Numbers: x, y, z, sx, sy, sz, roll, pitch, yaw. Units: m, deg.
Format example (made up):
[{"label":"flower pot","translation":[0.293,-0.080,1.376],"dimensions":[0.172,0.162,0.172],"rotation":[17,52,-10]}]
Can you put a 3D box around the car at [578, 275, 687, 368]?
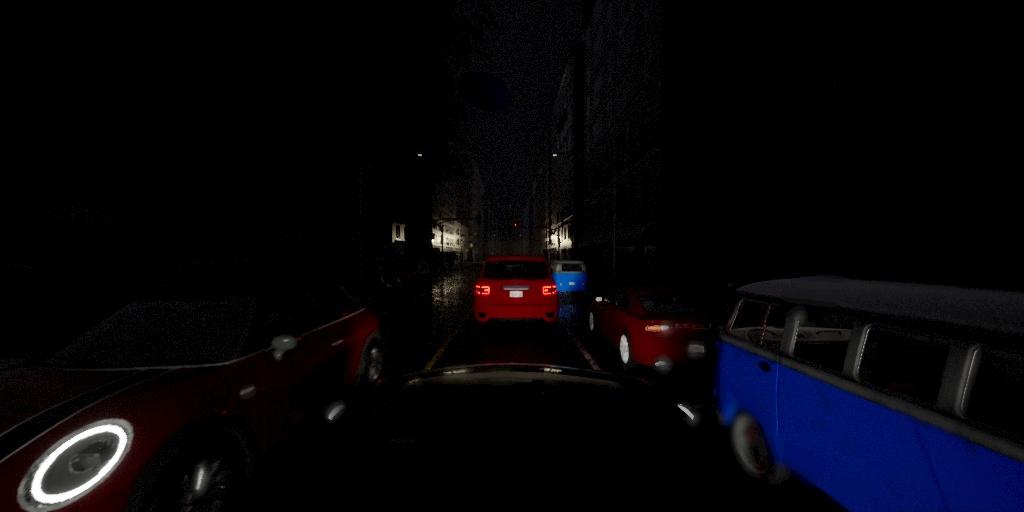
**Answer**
[{"label":"car","translation":[2.863,1.294,7.733],"dimensions":[1.888,1.381,4.507],"rotation":[0,0,0]}]

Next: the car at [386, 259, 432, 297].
[{"label":"car","translation":[-5.647,1.060,19.025],"dimensions":[2.192,1.841,5.009],"rotation":[0,0,0]}]

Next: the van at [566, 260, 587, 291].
[{"label":"van","translation":[2.878,1.086,19.054],"dimensions":[1.690,1.789,3.998],"rotation":[0,0,0]}]

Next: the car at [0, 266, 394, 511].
[{"label":"car","translation":[-3.098,1.102,3.796],"dimensions":[2.097,1.767,4.553],"rotation":[0,0,0]}]

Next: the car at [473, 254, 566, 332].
[{"label":"car","translation":[0.113,0.970,10.954],"dimensions":[2.150,2.045,5.566],"rotation":[0,0,0]}]

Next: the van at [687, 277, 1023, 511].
[{"label":"van","translation":[2.856,1.091,2.072],"dimensions":[1.690,1.789,3.998],"rotation":[0,0,0]}]
